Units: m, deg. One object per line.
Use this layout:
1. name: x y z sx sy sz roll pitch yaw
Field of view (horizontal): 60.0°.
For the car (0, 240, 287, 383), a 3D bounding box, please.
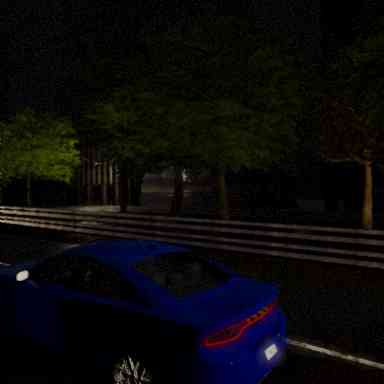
1. car: -1.201 1.452 4.846 5.008 1.535 1.882 1 0 35
